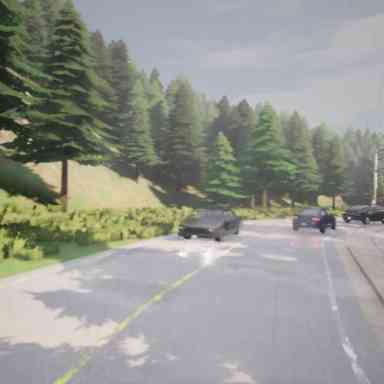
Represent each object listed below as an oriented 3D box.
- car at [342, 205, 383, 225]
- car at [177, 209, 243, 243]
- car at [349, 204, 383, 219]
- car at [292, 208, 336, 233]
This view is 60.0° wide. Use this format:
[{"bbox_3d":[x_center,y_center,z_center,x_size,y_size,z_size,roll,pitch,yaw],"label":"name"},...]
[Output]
[{"bbox_3d":[14.787,1.917,28.298,4.892,1.490,1.837,2,0,-33],"label":"car"},{"bbox_3d":[1.159,1.564,16.799,2.033,1.411,5.357,2,0,24],"label":"car"},{"bbox_3d":[18.793,2.050,34.567,4.674,1.442,1.812,2,0,-22],"label":"car"},{"bbox_3d":[7.877,1.738,21.360,1.812,1.442,4.674,2,0,35],"label":"car"}]
